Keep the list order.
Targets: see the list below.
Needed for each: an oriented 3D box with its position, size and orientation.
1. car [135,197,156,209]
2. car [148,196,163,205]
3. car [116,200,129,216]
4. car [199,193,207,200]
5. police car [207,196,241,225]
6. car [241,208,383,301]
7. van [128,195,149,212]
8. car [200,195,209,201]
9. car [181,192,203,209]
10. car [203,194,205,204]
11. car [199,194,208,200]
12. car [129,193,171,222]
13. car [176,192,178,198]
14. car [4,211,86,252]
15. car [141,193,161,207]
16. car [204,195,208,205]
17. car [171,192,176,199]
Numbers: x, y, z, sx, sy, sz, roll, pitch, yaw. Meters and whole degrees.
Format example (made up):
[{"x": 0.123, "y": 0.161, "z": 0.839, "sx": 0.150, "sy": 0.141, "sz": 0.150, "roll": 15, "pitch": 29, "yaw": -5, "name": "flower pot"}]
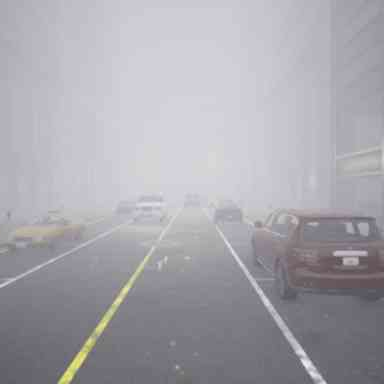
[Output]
[{"x": -5.754, "y": 1.386, "z": 41.884, "sx": 2.008, "sy": 1.369, "sz": 4.403, "roll": 0, "pitch": 0, "yaw": 0, "name": "car"}, {"x": -5.752, "y": 1.320, "z": 52.951, "sx": 1.752, "sy": 1.417, "sz": 4.829, "roll": 0, "pitch": 0, "yaw": 0, "name": "car"}, {"x": -5.756, "y": 1.422, "z": 30.647, "sx": 1.887, "sy": 1.381, "sz": 4.507, "roll": 0, "pitch": 0, "yaw": 0, "name": "car"}, {"x": 2.779, "y": 1.121, "z": 86.844, "sx": 1.967, "sy": 1.590, "sz": 4.097, "roll": 0, "pitch": 0, "yaw": 0, "name": "car"}, {"x": 2.371, "y": 1.330, "z": 23.514, "sx": 1.930, "sy": 1.638, "sz": 5.238, "roll": 0, "pitch": 0, "yaw": 0, "name": "police car"}, {"x": 2.765, "y": 1.280, "z": 8.181, "sx": 2.192, "sy": 1.841, "sz": 5.009, "roll": 0, "pitch": 0, "yaw": 0, "name": "car"}, {"x": -5.755, "y": 1.198, "z": 36.265, "sx": 1.690, "sy": 1.788, "sz": 3.998, "roll": 0, "pitch": 0, "yaw": 0, "name": "van"}, {"x": 2.777, "y": 1.283, "z": 75.607, "sx": 1.947, "sy": 1.339, "sz": 4.313, "roll": 0, "pitch": 0, "yaw": 0, "name": "car"}, {"x": 0.030, "y": 1.054, "z": 43.333, "sx": 2.150, "sy": 2.045, "sz": 5.566, "roll": 0, "pitch": 0, "yaw": 0, "name": "car"}, {"x": 2.773, "y": 1.376, "z": 53.132, "sx": 1.802, "sy": 1.307, "sz": 4.206, "roll": 0, "pitch": 0, "yaw": 0, "name": "car"}, {"x": 2.778, "y": 1.244, "z": 81.225, "sx": 1.887, "sy": 1.381, "sz": 4.507, "roll": 0, "pitch": 0, "yaw": 0, "name": "car"}, {"x": -3.093, "y": 1.120, "z": 25.581, "sx": 2.150, "sy": 2.045, "sz": 5.566, "roll": 0, "pitch": 0, "yaw": 0, "name": "car"}, {"x": -5.745, "y": 1.229, "z": 92.449, "sx": 1.947, "sy": 1.339, "sz": 4.313, "roll": 0, "pitch": 0, "yaw": 0, "name": "car"}, {"x": -5.759, "y": 1.469, "z": 13.622, "sx": 1.752, "sy": 1.417, "sz": 4.829, "roll": 0, "pitch": 0, "yaw": 0, "name": "car"}, {"x": -5.753, "y": 1.130, "z": 47.501, "sx": 2.192, "sy": 1.841, "sz": 5.009, "roll": 0, "pitch": 0, "yaw": 0, "name": "car"}, {"x": 2.771, "y": 1.360, "z": 42.064, "sx": 1.752, "sy": 1.417, "sz": 4.829, "roll": 0, "pitch": 0, "yaw": 0, "name": "car"}, {"x": -5.746, "y": 1.263, "z": 86.831, "sx": 1.802, "sy": 1.307, "sz": 4.206, "roll": 0, "pitch": 0, "yaw": 0, "name": "car"}]
